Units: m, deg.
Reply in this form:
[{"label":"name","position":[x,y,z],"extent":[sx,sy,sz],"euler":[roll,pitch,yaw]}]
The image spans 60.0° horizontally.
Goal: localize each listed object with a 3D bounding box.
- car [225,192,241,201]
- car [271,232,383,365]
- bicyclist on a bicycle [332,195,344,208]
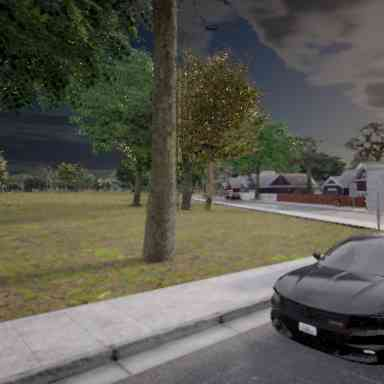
[{"label":"car","position":[8.931,0.927,72.754],"extent":[2.150,2.045,5.566],"euler":[-1,1,-9]},{"label":"car","position":[3.451,1.505,5.891],"extent":[5.008,1.535,1.882],"euler":[0,-1,-39]},{"label":"bicyclist on a bicycle","position":[17.487,1.141,39.864],"extent":[1.656,1.620,0.582],"euler":[-1,0,-9]}]
